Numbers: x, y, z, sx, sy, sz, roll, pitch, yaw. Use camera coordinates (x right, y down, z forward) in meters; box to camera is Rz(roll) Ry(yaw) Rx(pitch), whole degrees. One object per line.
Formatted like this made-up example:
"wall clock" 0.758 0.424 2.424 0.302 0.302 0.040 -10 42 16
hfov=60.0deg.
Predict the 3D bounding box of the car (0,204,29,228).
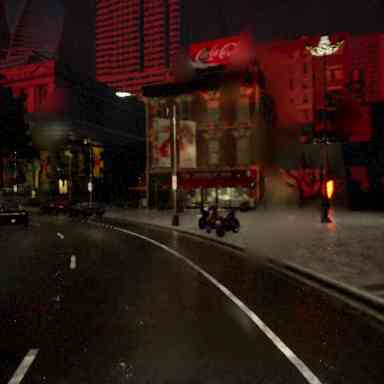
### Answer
"car" -12.220 1.557 22.091 2.128 1.511 4.902 -1 0 -36

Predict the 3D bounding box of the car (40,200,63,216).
"car" -13.609 1.575 33.526 4.674 1.452 2.002 0 0 42

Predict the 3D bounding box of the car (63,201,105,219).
"car" -9.508 1.621 29.523 1.895 1.301 4.718 -1 0 -38
